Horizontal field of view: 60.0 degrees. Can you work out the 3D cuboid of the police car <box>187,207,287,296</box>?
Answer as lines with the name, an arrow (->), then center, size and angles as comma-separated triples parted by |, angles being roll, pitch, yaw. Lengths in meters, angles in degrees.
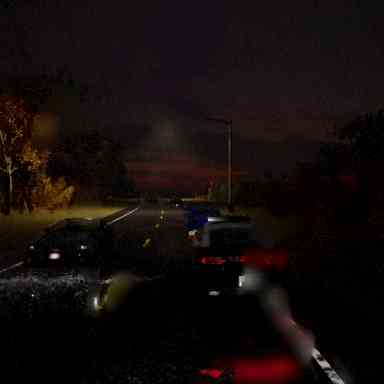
police car -> 0.949, 1.424, 8.784 | 1.930, 1.638, 5.238 | 0, 0, -1

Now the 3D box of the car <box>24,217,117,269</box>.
car -> -3.793, 1.562, 11.074 | 1.994, 1.385, 4.181 | 0, 0, -1

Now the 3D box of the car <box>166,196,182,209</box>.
car -> -2.191, 1.483, 45.630 | 1.837, 1.490, 4.892 | 0, 0, -5

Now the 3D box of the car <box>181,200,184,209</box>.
car -> 0.363, 1.514, 24.752 | 1.812, 1.442, 4.674 | 0, 0, -3

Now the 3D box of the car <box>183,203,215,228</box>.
car -> 0.645, 1.472, 18.725 | 1.882, 1.535, 5.008 | 0, 0, -2

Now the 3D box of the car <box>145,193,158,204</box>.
car -> -7.903, 1.182, 64.252 | 2.150, 2.045, 5.566 | 0, 0, -8
